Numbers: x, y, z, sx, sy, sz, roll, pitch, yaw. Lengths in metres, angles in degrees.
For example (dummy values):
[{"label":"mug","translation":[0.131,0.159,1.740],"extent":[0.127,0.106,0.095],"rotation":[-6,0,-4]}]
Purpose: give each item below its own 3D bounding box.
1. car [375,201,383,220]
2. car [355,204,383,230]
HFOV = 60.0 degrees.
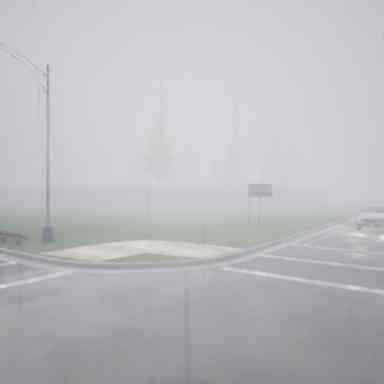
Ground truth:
[{"label":"car","translation":[17.097,1.549,28.251],"extent":[2.033,1.411,5.357],"rotation":[0,0,36]},{"label":"car","translation":[11.373,1.527,20.400],"extent":[1.812,1.442,4.674],"rotation":[0,0,36]}]
